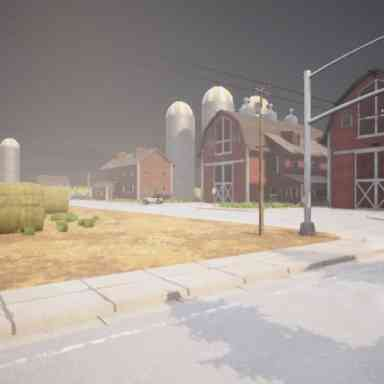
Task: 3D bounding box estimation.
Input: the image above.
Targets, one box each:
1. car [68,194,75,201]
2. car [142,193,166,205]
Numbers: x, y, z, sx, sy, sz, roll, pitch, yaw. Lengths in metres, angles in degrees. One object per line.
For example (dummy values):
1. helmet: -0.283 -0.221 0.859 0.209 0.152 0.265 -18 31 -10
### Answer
1. car: -31.519 1.333 82.886 1.812 1.442 4.674 0 0 -37
2. car: -6.368 1.114 55.935 3.866 1.878 1.905 -2 5 11
